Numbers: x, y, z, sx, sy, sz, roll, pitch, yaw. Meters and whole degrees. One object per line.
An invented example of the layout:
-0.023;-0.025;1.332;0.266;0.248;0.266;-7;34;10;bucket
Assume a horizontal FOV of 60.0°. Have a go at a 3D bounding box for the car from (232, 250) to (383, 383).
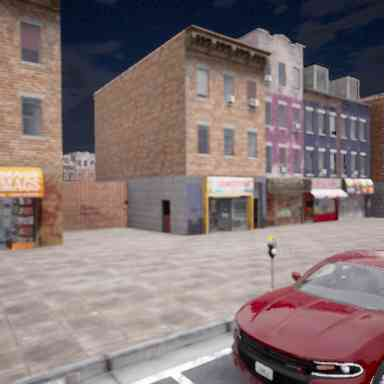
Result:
2.549;1.542;4.642;4.507;1.381;1.887;0;-1;-36;car
